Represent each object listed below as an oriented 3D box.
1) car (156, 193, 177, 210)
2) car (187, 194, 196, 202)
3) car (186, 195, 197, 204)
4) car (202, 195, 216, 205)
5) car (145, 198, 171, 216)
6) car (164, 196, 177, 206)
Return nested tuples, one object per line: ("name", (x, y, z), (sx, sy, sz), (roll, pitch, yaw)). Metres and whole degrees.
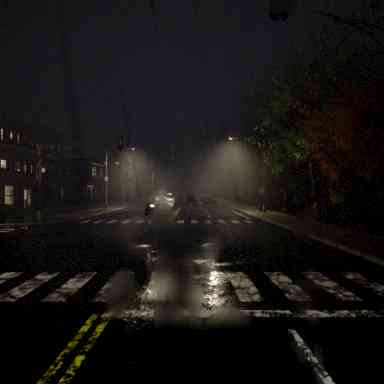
("car", (-3.429, 1.207, 43.161), (2.150, 2.045, 5.566), (0, 0, 0))
("car", (-0.167, 1.281, 73.127), (1.882, 1.535, 5.008), (0, 0, 0))
("car", (-0.144, 1.481, 62.709), (1.837, 1.490, 4.892), (0, 0, 0))
("car", (3.216, 1.578, 59.905), (1.895, 1.301, 4.718), (0, 0, 0))
("car", (-3.412, 1.554, 32.760), (1.994, 1.385, 4.181), (0, 0, 0))
("car", (-3.446, 1.486, 53.629), (1.837, 1.490, 4.892), (0, 0, 0))
